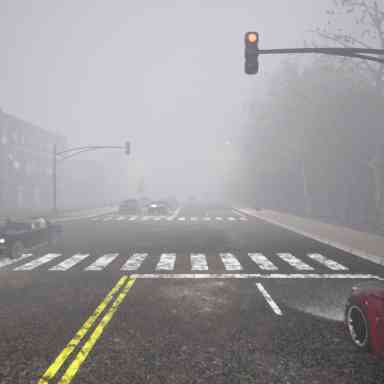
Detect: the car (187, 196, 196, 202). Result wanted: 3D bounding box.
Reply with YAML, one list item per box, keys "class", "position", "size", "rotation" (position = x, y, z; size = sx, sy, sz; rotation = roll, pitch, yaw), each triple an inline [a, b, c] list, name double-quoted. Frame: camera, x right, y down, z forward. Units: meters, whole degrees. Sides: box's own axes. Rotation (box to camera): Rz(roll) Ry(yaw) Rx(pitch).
- class: "car"
  position: [-0.140, 1.564, 77.243]
  size: [1.895, 1.301, 4.718]
  rotation: [0, 0, 0]

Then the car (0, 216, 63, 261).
- class: "car"
  position: [-6.623, 1.599, 12.491]
  size: [1.895, 1.301, 4.718]
  rotation: [0, 0, 0]

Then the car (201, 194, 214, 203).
- class: "car"
  position: [3.226, 1.576, 66.084]
  size: [1.895, 1.301, 4.718]
  rotation: [0, 0, 0]

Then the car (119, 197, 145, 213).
- class: "car"
  position: [-6.668, 1.466, 36.335]
  size: [1.882, 1.535, 5.008]
  rotation: [0, 0, 0]

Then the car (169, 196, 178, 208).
- class: "car"
  position: [-3.427, 1.476, 44.036]
  size: [2.128, 1.511, 4.902]
  rotation: [0, 0, 0]

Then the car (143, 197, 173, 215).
- class: "car"
  position: [-3.414, 1.537, 34.425]
  size: [2.033, 1.411, 5.357]
  rotation: [0, 0, 0]

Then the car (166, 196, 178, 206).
- class: "car"
  position: [-3.440, 1.457, 57.645]
  size: [1.882, 1.535, 5.008]
  rotation: [0, 1, 0]

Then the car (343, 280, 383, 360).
- class: "car"
  position: [3.346, 1.563, 3.502]
  size: [1.994, 1.385, 4.181]
  rotation: [0, 0, 0]

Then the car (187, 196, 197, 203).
- class: "car"
  position: [-0.021, 1.452, 66.960]
  size: [1.882, 1.535, 5.008]
  rotation: [0, 0, 0]

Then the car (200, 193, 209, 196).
- class: "car"
  position: [3.113, 1.194, 76.267]
  size: [2.150, 2.045, 5.566]
  rotation: [0, 0, 0]
